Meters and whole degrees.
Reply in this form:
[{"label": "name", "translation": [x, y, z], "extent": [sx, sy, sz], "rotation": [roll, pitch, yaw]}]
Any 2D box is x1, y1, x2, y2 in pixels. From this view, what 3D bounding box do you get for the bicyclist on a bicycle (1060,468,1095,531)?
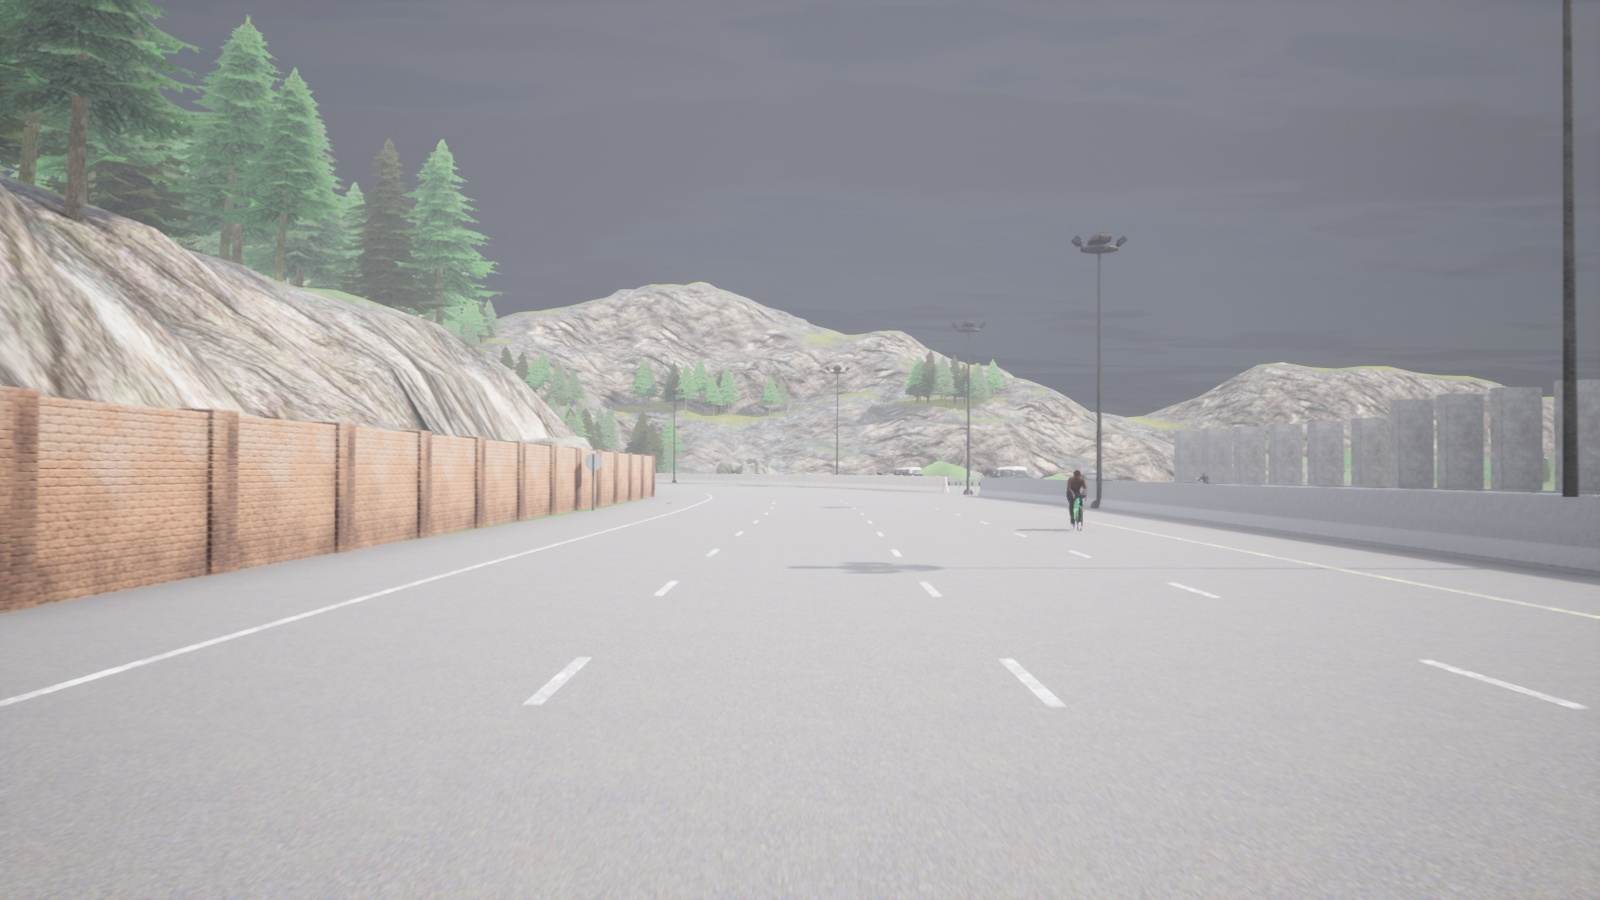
[{"label": "bicyclist on a bicycle", "translation": [7.299, 1.292, 33.114], "extent": [0.582, 1.620, 1.656], "rotation": [0, -1, 1]}]
